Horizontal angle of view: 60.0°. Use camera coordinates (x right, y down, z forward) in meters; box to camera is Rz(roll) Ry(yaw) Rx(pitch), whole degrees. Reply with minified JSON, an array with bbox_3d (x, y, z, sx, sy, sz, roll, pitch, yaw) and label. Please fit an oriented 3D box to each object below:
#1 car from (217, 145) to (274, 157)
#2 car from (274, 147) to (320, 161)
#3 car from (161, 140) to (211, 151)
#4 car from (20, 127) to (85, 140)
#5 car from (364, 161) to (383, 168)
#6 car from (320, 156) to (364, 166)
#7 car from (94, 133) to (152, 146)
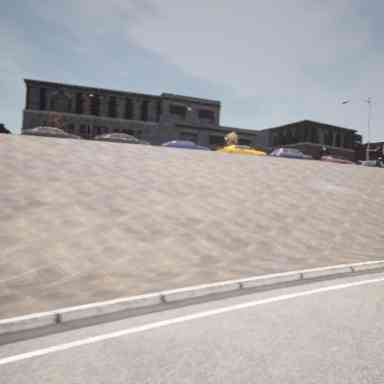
[{"bbox_3d":[4.763,-3.618,31.621,5.008,1.535,2.097,3,-1,-18],"label":"car"},{"bbox_3d":[9.986,-3.472,33.420,4.553,1.767,2.185,3,-1,-19],"label":"car"},{"bbox_3d":[-0.516,-3.848,29.929,4.674,1.452,2.002,3,-1,-17],"label":"car"},{"bbox_3d":[-11.142,-4.398,26.882,4.892,1.521,2.231,2,-1,-15],"label":"car"},{"bbox_3d":[20.474,-2.754,37.421,4.674,1.452,2.002,3,-1,-21],"label":"car"},{"bbox_3d":[15.343,-3.036,35.406,4.792,1.488,2.163,3,-1,-20],"label":"car"},{"bbox_3d":[-5.827,-4.153,28.352,4.892,1.521,2.231,3,-1,-16],"label":"car"}]
